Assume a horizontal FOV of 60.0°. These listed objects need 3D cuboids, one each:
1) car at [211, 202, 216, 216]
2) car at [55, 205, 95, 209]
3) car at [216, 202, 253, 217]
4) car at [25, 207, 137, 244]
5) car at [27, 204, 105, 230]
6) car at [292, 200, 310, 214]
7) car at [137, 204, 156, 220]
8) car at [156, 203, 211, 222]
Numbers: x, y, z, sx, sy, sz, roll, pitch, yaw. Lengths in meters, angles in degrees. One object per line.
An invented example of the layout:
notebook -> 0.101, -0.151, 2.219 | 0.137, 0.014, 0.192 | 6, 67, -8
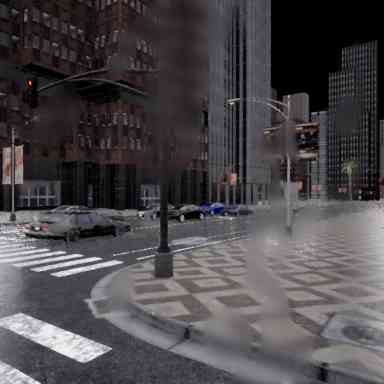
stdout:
car -> 2.544, 2.002, 40.543 | 1.882, 1.535, 5.008 | 0, -1, 35
car -> -6.550, 1.757, 21.905 | 1.812, 1.442, 4.674 | 0, -1, 35
car -> 5.289, 2.078, 38.800 | 2.033, 1.411, 5.357 | 0, -1, 35
car -> -5.552, 1.733, 16.973 | 2.033, 1.411, 5.357 | 0, -1, 33
car -> -8.990, 1.724, 24.085 | 2.128, 1.511, 4.902 | 0, -1, 35
car -> 15.062, 2.219, 46.762 | 1.837, 1.490, 4.892 | 0, -1, 35
car -> -3.268, 1.869, 32.257 | 2.128, 1.511, 4.902 | 0, -1, 35
car -> -0.653, 1.858, 30.324 | 1.882, 1.535, 5.008 | 0, -1, 35
